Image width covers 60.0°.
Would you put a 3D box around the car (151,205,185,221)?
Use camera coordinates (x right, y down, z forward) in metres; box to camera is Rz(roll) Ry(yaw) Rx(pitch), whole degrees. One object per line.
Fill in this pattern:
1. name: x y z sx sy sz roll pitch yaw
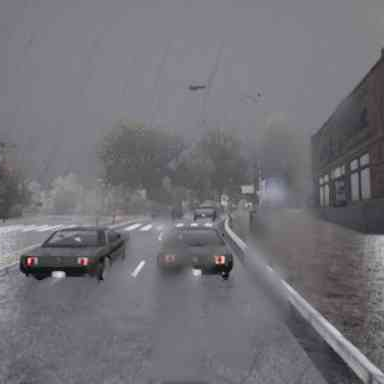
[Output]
1. car: -1.951 1.817 28.814 1.895 1.301 4.718 -1 -1 11

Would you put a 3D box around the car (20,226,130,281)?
1. car: -3.160 1.690 10.133 1.895 1.301 4.718 0 0 0

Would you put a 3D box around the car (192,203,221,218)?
1. car: 1.373 1.656 28.585 2.128 1.511 4.902 -1 -1 11

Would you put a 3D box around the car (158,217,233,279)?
1. car: 0.090 1.691 10.339 1.895 1.301 4.718 0 0 0

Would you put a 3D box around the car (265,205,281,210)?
1. car: 20.890 4.164 86.872 4.892 1.490 1.837 -4 -6 44
